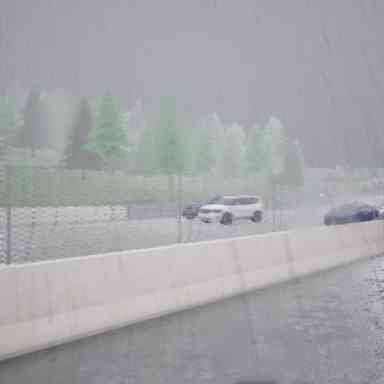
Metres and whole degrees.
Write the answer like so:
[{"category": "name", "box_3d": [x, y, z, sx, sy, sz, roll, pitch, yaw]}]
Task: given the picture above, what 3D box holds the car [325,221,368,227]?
[{"category": "car", "box_3d": [10.415, 1.545, 21.604, 5.008, 1.535, 1.882, 1, 0, -42]}]
